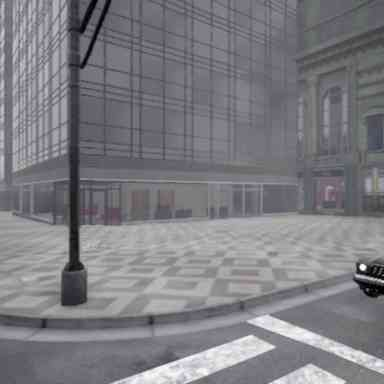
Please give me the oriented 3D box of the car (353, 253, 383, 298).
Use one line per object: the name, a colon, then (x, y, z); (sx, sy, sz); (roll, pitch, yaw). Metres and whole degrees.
car: (5.609, 1.606, 7.377); (4.718, 1.301, 1.895); (0, 0, -36)
